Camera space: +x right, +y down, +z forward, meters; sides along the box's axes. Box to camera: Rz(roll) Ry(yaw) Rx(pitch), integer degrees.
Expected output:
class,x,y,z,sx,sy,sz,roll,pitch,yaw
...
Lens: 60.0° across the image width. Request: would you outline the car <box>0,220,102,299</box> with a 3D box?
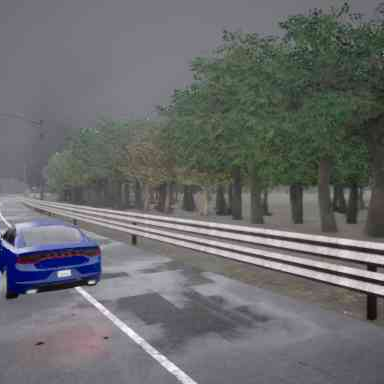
class,x,y,z,sx,sy,sz,roll,pitch,yaw
car,-3.935,1.482,8.715,1.882,1.535,5.008,0,0,-34
